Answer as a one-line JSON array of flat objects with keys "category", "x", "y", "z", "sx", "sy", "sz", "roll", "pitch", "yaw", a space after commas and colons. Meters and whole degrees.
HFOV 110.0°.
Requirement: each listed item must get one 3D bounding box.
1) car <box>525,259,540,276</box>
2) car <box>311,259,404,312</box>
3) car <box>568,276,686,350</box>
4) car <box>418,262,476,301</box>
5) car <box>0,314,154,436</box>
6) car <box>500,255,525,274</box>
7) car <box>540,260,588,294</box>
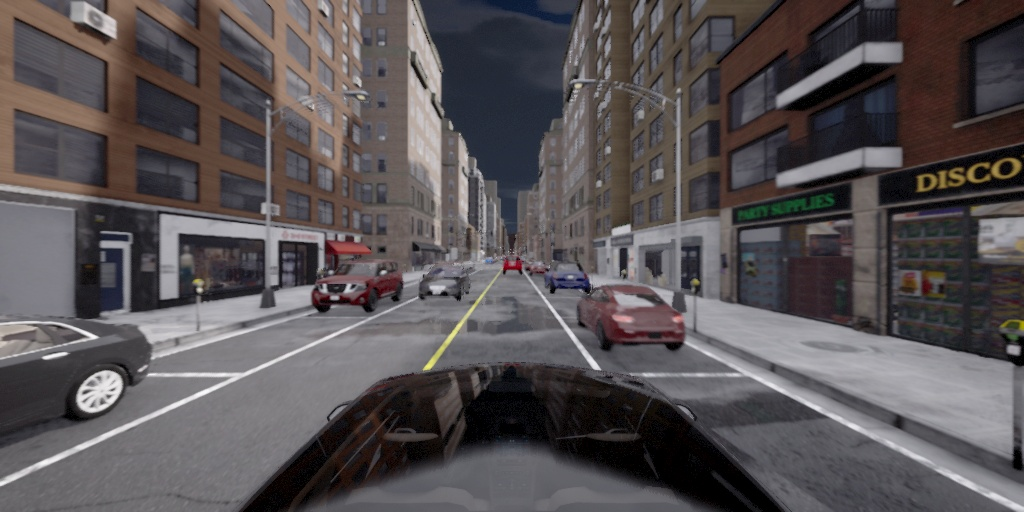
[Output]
[{"category": "car", "x": 2.683, "y": 1.177, "z": 36.737, "sx": 1.967, "sy": 1.591, "sz": 4.097, "roll": 0, "pitch": 0, "yaw": 0}, {"category": "car", "x": -5.851, "y": 1.059, "z": 14.349, "sx": 2.192, "sy": 1.841, "sz": 5.009, "roll": 0, "pitch": 0, "yaw": 0}, {"category": "car", "x": 2.672, "y": 1.328, "z": 8.766, "sx": 1.802, "sy": 1.307, "sz": 4.207, "roll": 0, "pitch": 0, "yaw": 0}, {"category": "car", "x": -3.093, "y": 1.234, "z": 17.256, "sx": 2.128, "sy": 1.511, "sz": 4.902, "roll": 0, "pitch": 0, "yaw": 0}, {"category": "car", "x": -5.856, "y": 1.300, "z": 3.158, "sx": 2.007, "sy": 1.370, "sz": 4.403, "roll": 0, "pitch": 0, "yaw": 0}, {"category": "car", "x": 0.071, "y": 0.958, "z": 40.607, "sx": 2.150, "sy": 2.045, "sz": 5.566, "roll": 0, "pitch": 0, "yaw": 0}, {"category": "car", "x": 3.008, "y": 1.093, "z": 20.529, "sx": 2.097, "sy": 1.767, "sz": 4.553, "roll": 0, "pitch": 0, "yaw": 0}]
